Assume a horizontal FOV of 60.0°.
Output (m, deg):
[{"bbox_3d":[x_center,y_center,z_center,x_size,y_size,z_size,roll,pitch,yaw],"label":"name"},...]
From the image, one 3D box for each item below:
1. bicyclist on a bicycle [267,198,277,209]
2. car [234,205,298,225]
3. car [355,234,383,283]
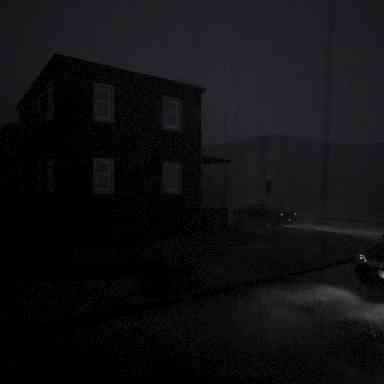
[{"bbox_3d":[8.304,1.348,34.786,1.656,1.620,0.582,0,0,-35],"label":"bicyclist on a bicycle"},{"bbox_3d":[5.366,1.601,24.430,1.895,1.301,4.718,0,0,-36],"label":"car"},{"bbox_3d":[6.112,1.526,8.453,4.674,1.442,1.812,0,0,-34],"label":"car"}]
